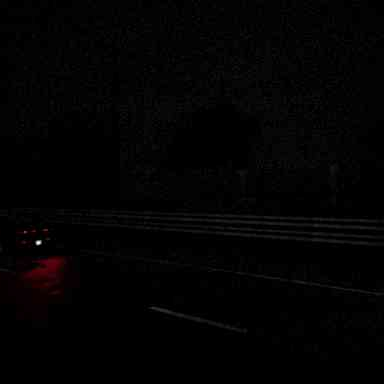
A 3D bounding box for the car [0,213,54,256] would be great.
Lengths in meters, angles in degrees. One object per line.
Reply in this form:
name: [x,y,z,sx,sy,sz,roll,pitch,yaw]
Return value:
car: [-7.666,1.648,13.753,4.892,1.490,1.837,-1,0,35]
